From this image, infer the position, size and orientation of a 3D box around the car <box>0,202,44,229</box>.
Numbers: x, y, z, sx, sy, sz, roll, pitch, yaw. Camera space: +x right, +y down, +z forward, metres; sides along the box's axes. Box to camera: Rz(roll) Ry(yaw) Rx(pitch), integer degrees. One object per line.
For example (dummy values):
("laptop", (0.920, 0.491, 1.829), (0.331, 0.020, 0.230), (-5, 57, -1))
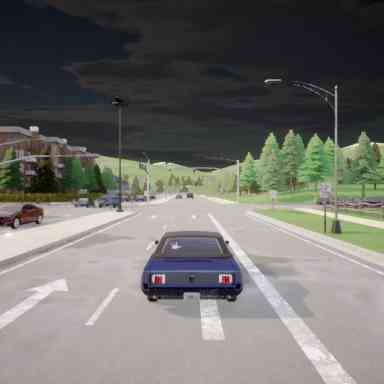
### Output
("car", (-11.553, 1.478, 21.800), (1.882, 1.535, 5.008), (0, 0, 0))

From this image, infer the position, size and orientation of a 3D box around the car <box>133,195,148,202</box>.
("car", (-11.670, 1.478, 76.125), (1.882, 1.535, 5.008), (0, 0, -1))

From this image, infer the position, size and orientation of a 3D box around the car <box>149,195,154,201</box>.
("car", (-11.816, 1.540, 85.829), (2.033, 1.411, 5.357), (0, 0, -1))

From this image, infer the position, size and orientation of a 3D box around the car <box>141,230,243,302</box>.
("car", (0.001, 1.601, 8.240), (1.895, 1.301, 4.718), (0, 0, 0))

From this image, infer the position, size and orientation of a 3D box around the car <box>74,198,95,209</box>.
("car", (-15.078, 1.525, 46.844), (1.812, 1.442, 4.674), (0, 0, 0))

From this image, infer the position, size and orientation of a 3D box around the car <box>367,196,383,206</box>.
("car", (32.138, 1.491, 55.495), (4.902, 1.511, 2.128), (0, 0, 0))

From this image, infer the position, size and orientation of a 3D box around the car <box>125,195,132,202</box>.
("car", (-15.167, 1.478, 75.888), (1.882, 1.535, 5.008), (0, 0, -1))

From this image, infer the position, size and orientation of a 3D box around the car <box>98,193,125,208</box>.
("car", (-11.590, 1.221, 47.202), (2.150, 2.045, 5.566), (0, 0, 0))

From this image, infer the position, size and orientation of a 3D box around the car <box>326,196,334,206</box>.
("car", (24.139, 1.491, 51.960), (4.902, 1.511, 2.128), (0, 0, 0))

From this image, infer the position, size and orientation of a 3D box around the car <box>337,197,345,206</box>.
("car", (23.931, 1.601, 48.460), (4.718, 1.301, 1.895), (0, 0, 0))

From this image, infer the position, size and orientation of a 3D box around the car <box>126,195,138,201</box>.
("car", (-15.310, 1.525, 85.364), (2.128, 1.511, 4.902), (0, 0, -1))

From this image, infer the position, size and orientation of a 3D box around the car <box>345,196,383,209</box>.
("car", (23.847, 1.352, 44.960), (4.553, 1.767, 2.097), (0, 0, 0))

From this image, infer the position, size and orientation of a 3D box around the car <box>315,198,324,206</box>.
("car", (23.020, 1.491, 55.449), (4.902, 1.511, 2.128), (0, 0, 0))
